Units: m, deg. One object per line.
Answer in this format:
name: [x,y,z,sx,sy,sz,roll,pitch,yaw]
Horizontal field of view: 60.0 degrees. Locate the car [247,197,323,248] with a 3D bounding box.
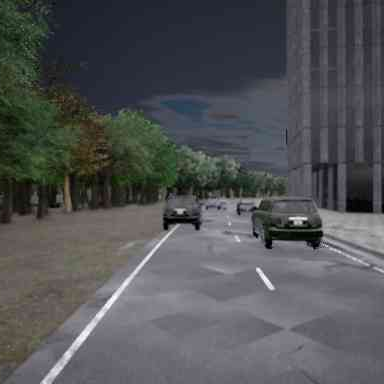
car: [4.019,1.224,14.868,2.150,2.045,5.566,0,0,3]

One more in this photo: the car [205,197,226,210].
car: [2.787,1.481,42.420,2.033,1.411,5.357,0,0,9]

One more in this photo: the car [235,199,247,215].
car: [5.422,1.456,33.246,2.128,1.511,4.902,0,0,6]

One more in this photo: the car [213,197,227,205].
car: [4.767,1.468,56.352,1.895,1.301,4.718,0,0,10]

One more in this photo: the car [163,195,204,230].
car: [-0.495,1.219,21.114,2.150,2.045,5.566,0,0,4]
